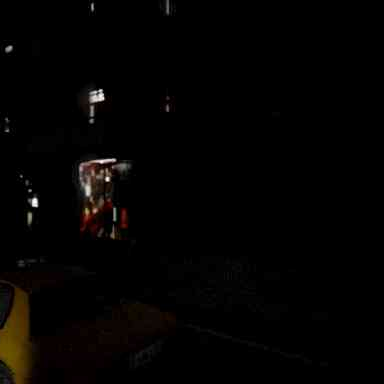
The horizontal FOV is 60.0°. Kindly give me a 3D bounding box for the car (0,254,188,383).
[{"bbox_3d":[-2.325,1.538,4.526,4.829,1.417,1.752,0,0,35],"label":"car"}]

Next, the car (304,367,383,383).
[{"bbox_3d":[2.310,1.562,1.223,4.313,1.339,1.947,0,0,35],"label":"car"}]
